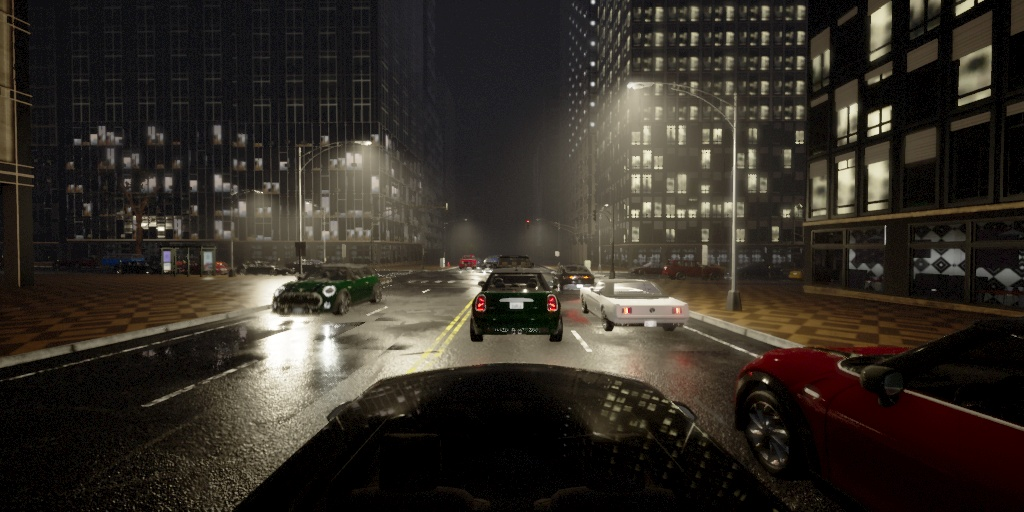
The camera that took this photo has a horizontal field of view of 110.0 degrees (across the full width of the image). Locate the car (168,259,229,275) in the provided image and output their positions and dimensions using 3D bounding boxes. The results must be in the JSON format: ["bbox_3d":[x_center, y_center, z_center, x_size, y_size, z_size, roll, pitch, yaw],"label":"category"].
[{"bbox_3d":[-28.414,1.137,32.940,4.207,1.307,1.802,0,0,1],"label":"car"}]

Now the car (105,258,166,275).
[{"bbox_3d":[-34.095,1.069,33.113,4.313,1.339,1.948,0,0,1],"label":"car"}]

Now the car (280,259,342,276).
[{"bbox_3d":[-19.808,1.081,35.454,4.902,1.511,2.128,1,1,1],"label":"car"}]

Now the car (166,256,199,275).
[{"bbox_3d":[-30.933,0.841,35.680,4.553,1.767,2.097,0,1,1],"label":"car"}]

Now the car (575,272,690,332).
[{"bbox_3d":[3.351,1.347,10.884,1.895,1.301,4.718,0,0,0],"label":"car"}]

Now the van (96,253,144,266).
[{"bbox_3d":[-45.285,0.604,41.774,3.998,1.789,1.690,0,0,1],"label":"van"}]

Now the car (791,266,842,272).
[{"bbox_3d":[27.643,1.578,32.079,4.829,1.417,1.751,0,0,1],"label":"car"}]

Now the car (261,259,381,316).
[{"bbox_3d":[-6.596,1.096,13.290,2.097,1.767,4.553,0,0,0],"label":"car"}]

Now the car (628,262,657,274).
[{"bbox_3d":[15.229,1.398,38.099,5.357,1.411,2.033,1,1,2],"label":"car"}]

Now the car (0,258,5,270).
[{"bbox_3d":[-53.295,0.632,36.222,4.553,1.767,2.097,1,1,1],"label":"car"}]

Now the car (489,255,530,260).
[{"bbox_3d":[0.101,0.963,19.646,2.150,2.045,5.566,0,0,0],"label":"car"}]

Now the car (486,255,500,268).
[{"bbox_3d":[-3.321,0.925,62.647,2.150,2.045,5.566,0,0,0],"label":"car"}]

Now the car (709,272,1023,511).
[{"bbox_3d":[3.350,1.103,1.867,2.097,1.767,4.553,0,0,0],"label":"car"}]

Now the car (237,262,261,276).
[{"bbox_3d":[-22.730,1.173,32.806,4.313,1.339,1.948,0,0,1],"label":"car"}]

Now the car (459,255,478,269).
[{"bbox_3d":[-6.595,0.935,54.017,2.150,2.045,5.566,0,0,0],"label":"car"}]

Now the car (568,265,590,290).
[{"bbox_3d":[3.351,1.245,20.142,1.837,1.490,4.892,0,0,0],"label":"car"}]

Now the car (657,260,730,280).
[{"bbox_3d":[16.195,1.268,32.277,5.009,1.841,2.192,0,0,1],"label":"car"}]

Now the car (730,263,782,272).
[{"bbox_3d":[25.520,1.489,37.898,5.357,1.411,2.033,0,1,1],"label":"car"}]

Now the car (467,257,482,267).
[{"bbox_3d":[-6.559,1.054,63.615,2.097,1.767,4.553,0,0,0],"label":"car"}]

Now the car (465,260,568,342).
[{"bbox_3d":[0.100,1.099,9.934,2.097,1.767,4.553,0,0,0],"label":"car"}]

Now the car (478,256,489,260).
[{"bbox_3d":[-3.342,1.207,52.485,2.128,1.511,4.902,0,0,0],"label":"car"}]
